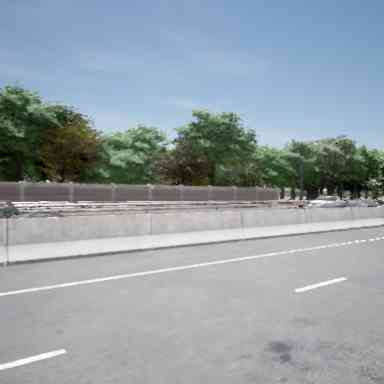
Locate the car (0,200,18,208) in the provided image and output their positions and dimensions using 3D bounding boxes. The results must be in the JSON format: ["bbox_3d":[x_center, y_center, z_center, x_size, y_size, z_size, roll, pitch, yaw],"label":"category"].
[{"bbox_3d":[-14.706,1.372,23.595,4.553,1.767,2.097,1,0,-35],"label":"car"}]

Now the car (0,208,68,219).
[{"bbox_3d":[-7.441,1.595,15.879,4.181,1.385,1.994,1,0,-35],"label":"car"}]

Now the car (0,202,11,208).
[{"bbox_3d":[-13.790,1.532,19.950,4.674,1.442,1.812,1,0,-35],"label":"car"}]

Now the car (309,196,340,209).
[{"bbox_3d":[19.144,1.631,47.673,5.566,2.045,2.150,1,0,-35],"label":"car"}]

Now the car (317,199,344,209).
[{"bbox_3d":[19.112,1.932,43.363,5.357,1.411,2.033,1,0,-35],"label":"car"}]

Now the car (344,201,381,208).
[{"bbox_3d":[21.138,1.875,40.516,4.902,1.511,2.128,1,0,-35],"label":"car"}]
